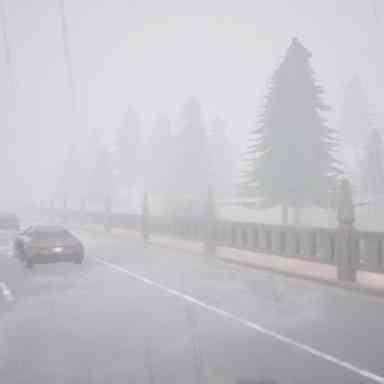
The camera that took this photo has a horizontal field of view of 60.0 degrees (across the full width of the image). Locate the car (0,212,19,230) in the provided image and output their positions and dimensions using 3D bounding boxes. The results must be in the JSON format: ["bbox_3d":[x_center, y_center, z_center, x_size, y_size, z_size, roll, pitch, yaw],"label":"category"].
[{"bbox_3d":[-14.782,2.267,26.027,1.882,1.535,5.008,2,-2,-34],"label":"car"}]

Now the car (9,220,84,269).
[{"bbox_3d":[-5.698,1.976,12.992,1.994,1.385,4.181,2,-2,-34],"label":"car"}]
